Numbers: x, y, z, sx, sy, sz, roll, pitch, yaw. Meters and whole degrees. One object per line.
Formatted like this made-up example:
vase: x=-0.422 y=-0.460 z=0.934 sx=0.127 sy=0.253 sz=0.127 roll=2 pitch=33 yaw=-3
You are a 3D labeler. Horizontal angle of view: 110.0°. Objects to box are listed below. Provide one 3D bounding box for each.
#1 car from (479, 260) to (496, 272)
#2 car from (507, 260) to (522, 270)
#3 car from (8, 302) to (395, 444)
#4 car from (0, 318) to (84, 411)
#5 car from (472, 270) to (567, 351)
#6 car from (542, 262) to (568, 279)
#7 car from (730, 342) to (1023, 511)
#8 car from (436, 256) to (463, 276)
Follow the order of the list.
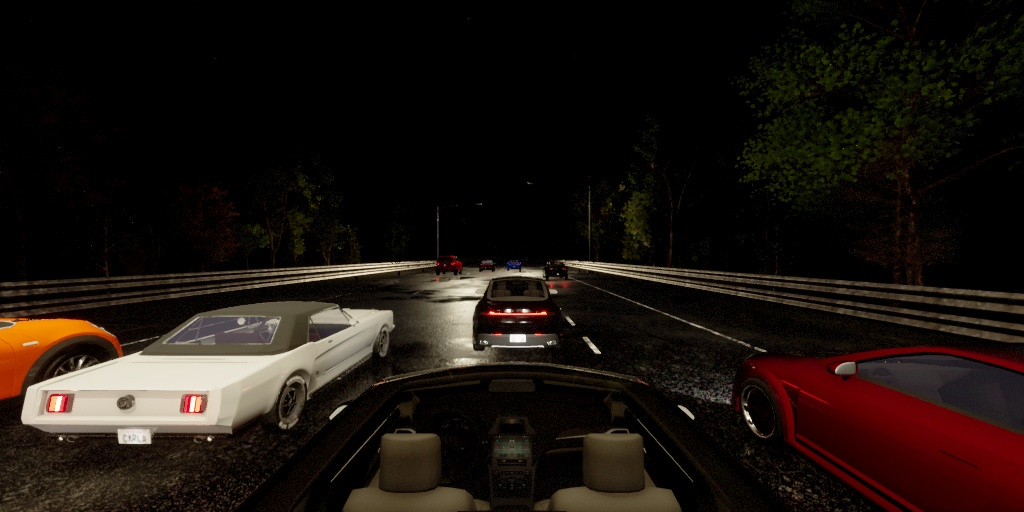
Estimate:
car: x=-3.198 y=1.286 z=46.610 sx=2.128 sy=1.511 sz=4.902 roll=0 pitch=0 yaw=0
car: x=0.317 y=1.279 z=50.251 sx=1.882 sy=1.535 sz=5.008 roll=0 pitch=0 yaw=0
car: x=-3.401 y=1.350 z=5.474 sx=1.895 sy=1.301 sz=4.718 roll=0 pitch=0 yaw=0
car: x=-6.919 y=1.102 z=3.473 sx=2.097 sy=1.767 sz=4.553 roll=0 pitch=0 yaw=1
car: x=0.122 y=1.255 z=8.956 sx=1.837 sy=1.490 sz=4.892 roll=0 pitch=0 yaw=0
car: x=3.733 y=1.264 z=31.460 sx=2.128 sy=1.511 sz=4.902 roll=0 pitch=0 yaw=0
car: x=3.601 y=1.314 z=2.578 sx=1.994 sy=1.385 sz=4.181 roll=0 pitch=0 yaw=0
car: x=-6.736 y=1.006 z=38.707 sx=2.150 sy=2.045 sz=5.566 roll=0 pitch=0 yaw=0
